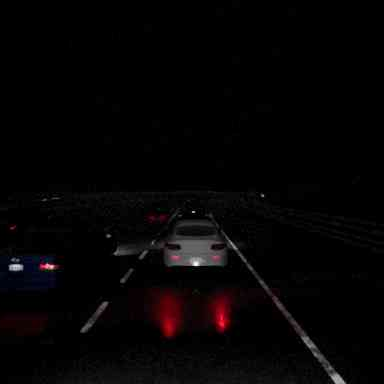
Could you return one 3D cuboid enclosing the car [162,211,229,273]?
[{"bbox_3d":[0.096,1.540,10.596,1.812,1.442,4.674,0,0,0],"label":"car"}]

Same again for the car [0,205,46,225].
[{"bbox_3d":[-6.905,1.370,13.419,2.097,1.767,4.553,0,0,0],"label":"car"}]

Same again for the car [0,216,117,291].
[{"bbox_3d":[-3.502,1.560,9.148,2.033,1.411,5.357,0,0,0],"label":"car"}]

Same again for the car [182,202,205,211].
[{"bbox_3d":[0.148,1.603,29.202,1.994,1.385,4.181,0,0,1],"label":"car"}]

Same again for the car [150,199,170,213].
[{"bbox_3d":[-3.513,1.542,37.269,2.128,1.511,4.902,0,0,0],"label":"car"}]
